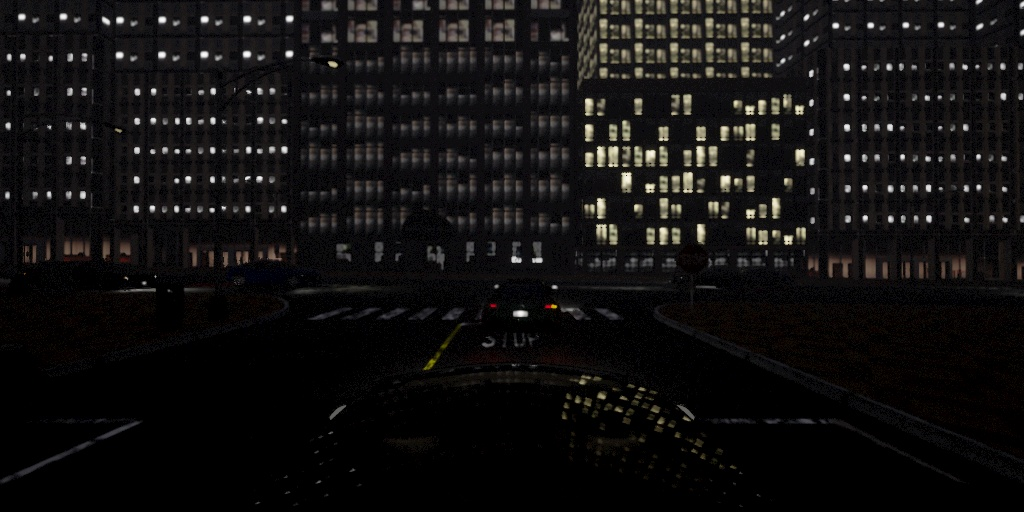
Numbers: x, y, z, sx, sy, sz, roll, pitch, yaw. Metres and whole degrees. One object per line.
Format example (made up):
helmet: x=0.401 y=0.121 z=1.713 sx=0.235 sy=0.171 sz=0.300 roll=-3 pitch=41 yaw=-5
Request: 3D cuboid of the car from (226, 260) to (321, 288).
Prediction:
car: x=-13.916 y=1.002 z=21.110 sx=5.008 sy=1.535 sz=1.882 roll=1 pitch=-1 yaw=1

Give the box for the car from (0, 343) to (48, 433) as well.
car: x=-5.819 y=1.300 z=1.933 sx=2.007 sy=1.370 sz=4.403 roll=0 pitch=0 yaw=0

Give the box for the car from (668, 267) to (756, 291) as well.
car: x=13.143 y=1.487 z=24.223 sx=4.902 sy=1.511 sz=2.128 roll=1 pitch=-1 yaw=1

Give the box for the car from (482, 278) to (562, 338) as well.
car: x=0.374 y=1.310 z=10.307 sx=1.994 sy=1.385 sz=4.181 roll=0 pitch=0 yaw=5

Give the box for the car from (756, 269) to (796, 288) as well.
car: x=18.454 y=1.660 z=27.408 sx=5.357 sy=1.411 sz=2.033 roll=1 pitch=-1 yaw=1

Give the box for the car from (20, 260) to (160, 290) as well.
car: x=-21.023 y=0.925 z=17.946 sx=5.357 sy=1.411 sz=2.033 roll=1 pitch=-1 yaw=1
